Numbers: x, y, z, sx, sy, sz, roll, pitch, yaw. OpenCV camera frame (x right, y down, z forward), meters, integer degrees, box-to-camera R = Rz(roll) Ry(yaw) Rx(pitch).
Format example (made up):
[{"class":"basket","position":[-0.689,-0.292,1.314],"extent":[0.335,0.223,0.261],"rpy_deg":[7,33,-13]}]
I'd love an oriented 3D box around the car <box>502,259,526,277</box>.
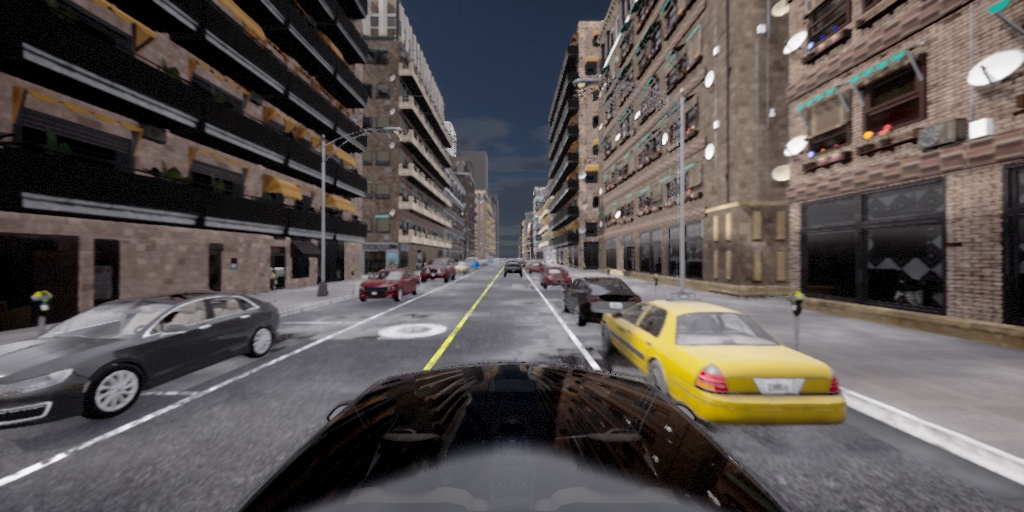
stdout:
[{"class":"car","position":[0.120,1.241,35.956],"extent":[1.837,1.490,4.892],"rpy_deg":[0,-2,0]}]

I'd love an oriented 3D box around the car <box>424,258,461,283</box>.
[{"class":"car","position":[-5.676,1.058,28.316],"extent":[2.192,1.841,5.009],"rpy_deg":[0,0,0]}]

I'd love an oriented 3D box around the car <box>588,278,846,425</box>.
[{"class":"car","position":[2.693,1.274,5.931],"extent":[1.751,1.417,4.829],"rpy_deg":[0,0,0]}]

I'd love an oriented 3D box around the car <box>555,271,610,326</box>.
[{"class":"car","position":[2.695,1.313,11.397],"extent":[1.948,1.339,4.313],"rpy_deg":[0,0,0]}]

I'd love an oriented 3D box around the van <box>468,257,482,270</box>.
[{"class":"van","position":[-5.662,1.078,50.860],"extent":[1.690,1.789,3.998],"rpy_deg":[0,0,0]}]

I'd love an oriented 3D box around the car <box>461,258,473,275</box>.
[{"class":"car","position":[-5.669,1.266,39.417],"extent":[1.751,1.417,4.829],"rpy_deg":[0,0,0]}]

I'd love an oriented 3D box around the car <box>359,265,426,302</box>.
[{"class":"car","position":[-5.682,1.291,17.043],"extent":[1.888,1.381,4.507],"rpy_deg":[0,0,0]}]

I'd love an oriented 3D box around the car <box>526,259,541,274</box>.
[{"class":"car","position":[2.712,1.322,39.579],"extent":[1.802,1.307,4.207],"rpy_deg":[0,0,0]}]

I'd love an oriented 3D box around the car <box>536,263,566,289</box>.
[{"class":"car","position":[2.702,1.326,22.670],"extent":[1.802,1.307,4.207],"rpy_deg":[0,0,0]}]

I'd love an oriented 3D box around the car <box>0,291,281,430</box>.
[{"class":"car","position":[-5.689,1.300,5.770],"extent":[2.007,1.370,4.403],"rpy_deg":[0,0,0]}]
